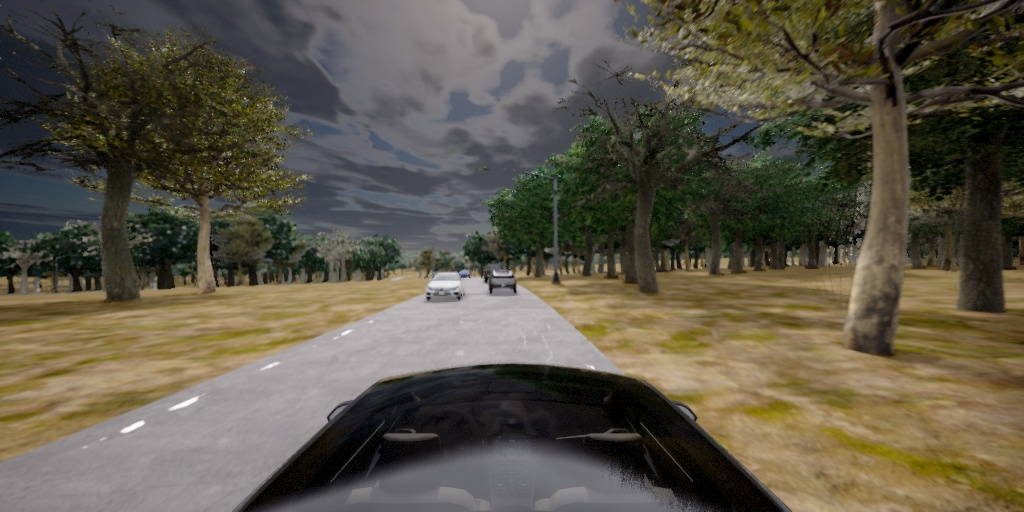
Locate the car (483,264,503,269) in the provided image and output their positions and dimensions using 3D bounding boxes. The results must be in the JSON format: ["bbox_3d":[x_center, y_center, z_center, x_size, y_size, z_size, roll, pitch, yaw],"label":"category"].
[{"bbox_3d":[-2.028,1.875,40.489,2.150,2.045,5.566,0,-2,-6],"label":"car"}]

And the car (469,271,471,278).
[{"bbox_3d":[-8.057,3.112,61.905,1.882,1.535,5.008,0,-3,-9],"label":"car"}]

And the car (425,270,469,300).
[{"bbox_3d":[-3.649,1.636,20.315,1.812,1.442,4.674,0,-1,-3],"label":"car"}]

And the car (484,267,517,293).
[{"bbox_3d":[-0.715,1.717,25.109,2.128,1.511,4.902,0,-1,-4],"label":"car"}]
